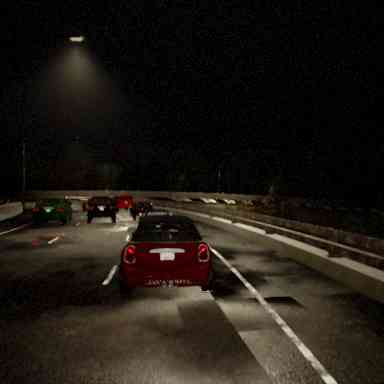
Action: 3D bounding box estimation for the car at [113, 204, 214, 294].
[{"bbox_3d":[-0.717,1.393,9.162,2.097,1.767,4.553,0,0,-5],"label":"car"}]

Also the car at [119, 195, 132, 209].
[{"bbox_3d":[-8.975,1.416,42.650,2.150,2.045,5.566,0,0,-23],"label":"car"}]

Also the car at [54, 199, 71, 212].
[{"bbox_3d":[-16.702,1.706,42.811,1.837,1.490,4.892,0,-1,-24],"label":"car"}]

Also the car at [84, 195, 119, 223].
[{"bbox_3d":[-7.374,1.350,27.271,2.150,2.045,5.566,0,0,-15],"label":"car"}]

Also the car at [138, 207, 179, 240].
[{"bbox_3d":[-1.960,1.646,18.402,1.994,1.385,4.181,0,0,-9],"label":"car"}]

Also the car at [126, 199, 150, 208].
[{"bbox_3d":[-4.572,1.638,30.090,1.837,1.490,4.892,0,-1,-15],"label":"car"}]

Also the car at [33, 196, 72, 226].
[{"bbox_3d":[-10.380,1.343,25.048,2.150,2.045,5.566,0,0,-14],"label":"car"}]

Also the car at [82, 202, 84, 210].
[{"bbox_3d":[-13.242,1.680,43.654,1.882,1.535,5.008,0,0,-23],"label":"car"}]
